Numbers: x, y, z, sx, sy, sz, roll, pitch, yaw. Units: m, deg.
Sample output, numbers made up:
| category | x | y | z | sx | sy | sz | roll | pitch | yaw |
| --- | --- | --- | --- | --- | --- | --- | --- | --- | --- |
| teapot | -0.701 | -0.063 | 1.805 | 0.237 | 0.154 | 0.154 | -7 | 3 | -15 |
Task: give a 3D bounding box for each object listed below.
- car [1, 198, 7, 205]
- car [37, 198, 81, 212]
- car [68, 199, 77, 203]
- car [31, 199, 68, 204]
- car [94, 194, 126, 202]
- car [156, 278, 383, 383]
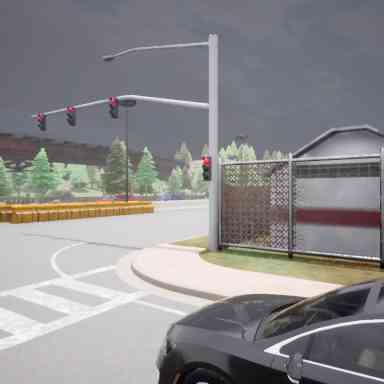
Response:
| category | x | y | z | sx | sy | sz | roll | pitch | yaw |
| --- | --- | --- | --- | --- | --- | --- | --- | --- | --- |
| car | -20.676 | 1.352 | 32.635 | 2.097 | 1.767 | 4.553 | 0 | 0 | 34 |
| car | -15.841 | 1.526 | 39.857 | 1.812 | 1.442 | 4.674 | 0 | 0 | 34 |
| car | -14.903 | 1.601 | 34.978 | 1.895 | 1.301 | 4.718 | 0 | 0 | 34 |
| car | -13.879 | 1.564 | 30.200 | 1.994 | 1.385 | 4.181 | 0 | 0 | 33 |
| car | -8.743 | 1.221 | 37.910 | 2.150 | 2.045 | 5.566 | 0 | 0 | 34 |
| car | 1.873 | 1.505 | 2.671 | 4.892 | 1.490 | 1.837 | 0 | 0 | 36 |
